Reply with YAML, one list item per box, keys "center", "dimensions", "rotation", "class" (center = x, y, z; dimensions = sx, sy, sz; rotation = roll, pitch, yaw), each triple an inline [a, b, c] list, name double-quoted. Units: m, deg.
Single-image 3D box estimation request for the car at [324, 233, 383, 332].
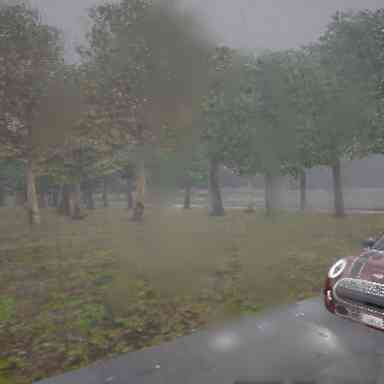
- center: [4.557, 1.352, 6.315]
  dimensions: [4.553, 1.767, 2.097]
  rotation: [0, 0, -35]
  class: "car"
